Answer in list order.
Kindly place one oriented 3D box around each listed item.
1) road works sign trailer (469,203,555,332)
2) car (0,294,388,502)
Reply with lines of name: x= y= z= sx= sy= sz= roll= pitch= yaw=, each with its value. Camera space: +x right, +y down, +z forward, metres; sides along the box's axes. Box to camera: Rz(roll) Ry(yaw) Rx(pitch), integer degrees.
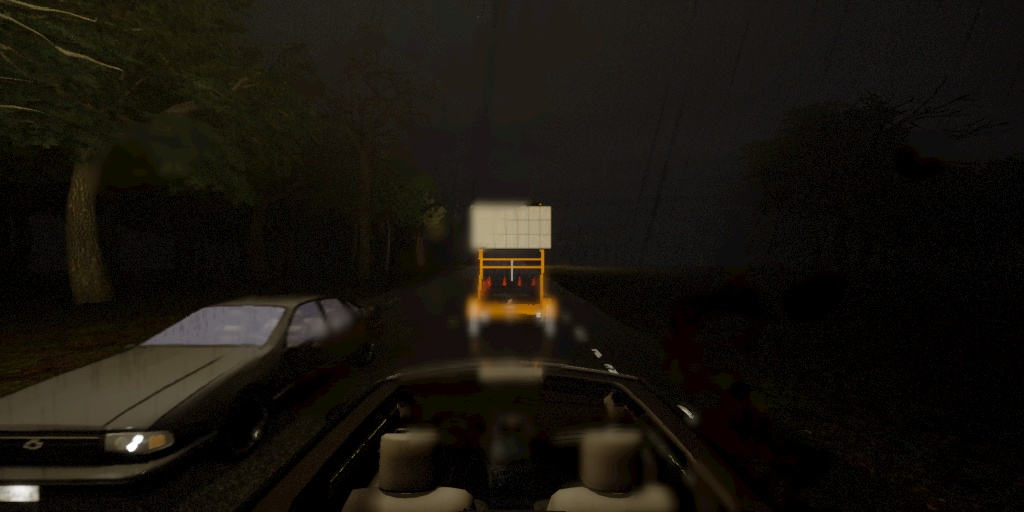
road works sign trailer: x=0.002 y=0.210 z=10.797 sx=2.380 sy=3.560 sz=2.880 roll=0 pitch=0 yaw=0
car: x=-3.498 y=1.298 z=5.206 sx=2.033 sy=1.411 sz=5.357 roll=0 pitch=0 yaw=0
